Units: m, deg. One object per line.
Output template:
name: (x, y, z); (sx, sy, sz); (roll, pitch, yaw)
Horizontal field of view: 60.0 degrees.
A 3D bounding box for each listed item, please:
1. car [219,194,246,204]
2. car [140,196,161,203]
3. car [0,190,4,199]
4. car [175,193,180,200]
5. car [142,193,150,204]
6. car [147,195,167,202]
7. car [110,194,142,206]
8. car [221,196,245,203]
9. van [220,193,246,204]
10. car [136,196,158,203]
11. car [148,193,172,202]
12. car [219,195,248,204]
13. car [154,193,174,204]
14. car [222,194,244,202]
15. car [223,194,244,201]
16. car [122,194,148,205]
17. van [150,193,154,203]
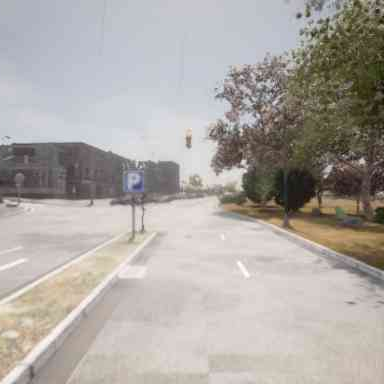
car: (7.618, 1.336, 62.254); (4.553, 1.767, 2.185); (1, 0, -14)
car: (-9.326, 1.592, 74.629); (4.674, 1.452, 2.002); (-1, -1, -13)
car: (-28.203, 0.282, 47.535); (2.002, 1.452, 4.674); (6, -3, -19)
car: (-6.688, 1.605, 92.558); (5.008, 1.535, 2.097); (-1, 0, -11)
car: (-10.846, 1.501, 59.668); (5.366, 1.575, 1.946); (-1, -1, -15)
car: (-8.515, 1.610, 80.611); (4.674, 1.452, 2.002); (-1, 0, -12)
car: (-11.489, 1.534, 56.675); (4.792, 1.488, 2.163); (-1, 0, -15)
car: (8.663, 1.524, 71.087); (4.674, 1.452, 2.002); (1, 0, -13)
van: (7.237, 1.228, 59.284); (4.442, 1.987, 1.878); (1, 0, -14)
car: (-9.696, 1.583, 71.627); (4.674, 1.452, 2.002); (-1, 0, -13)
car: (-8.067, 1.327, 83.619); (5.566, 2.045, 2.435); (-1, -1, -12)
car: (8.152, 1.468, 65.247); (5.366, 1.575, 1.946); (1, 0, -13)
car: (-5.556, 1.539, 65.915); (2.128, 1.511, 4.902); (0, 0, 6)
car: (9.398, 1.371, 76.955); (4.553, 1.767, 2.185); (1, 0, -12)
car: (10.294, 1.385, 82.825); (4.553, 1.767, 2.185); (1, 0, -11)
car: (-10.755, 1.391, 62.620); (4.553, 1.767, 2.185); (-1, -1, -14)
van: (-10.292, 1.298, 65.661); (4.442, 1.987, 1.878); (-1, -1, -14)
